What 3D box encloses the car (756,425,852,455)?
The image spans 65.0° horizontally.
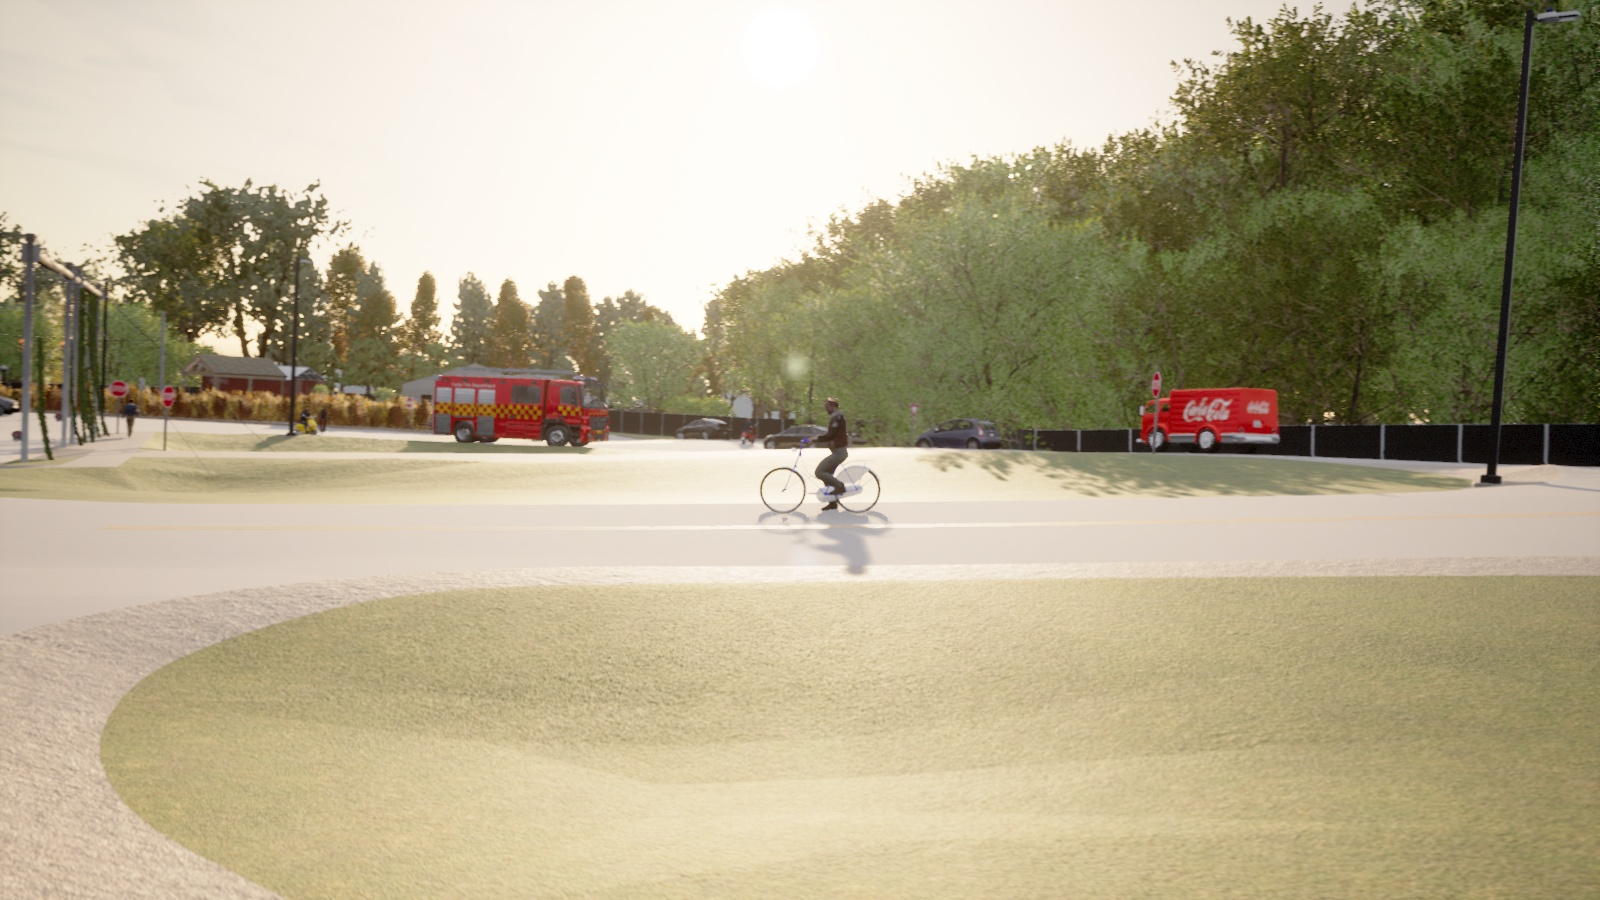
[{"bbox_3d":[0.168,-0.521,63.814,4.892,1.490,1.837,1,1,43],"label":"car"}]

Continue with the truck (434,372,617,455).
[{"bbox_3d":[-13.667,-1.868,62.561,8.468,3.827,2.891,2,2,15],"label":"truck"}]

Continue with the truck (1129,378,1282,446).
[{"bbox_3d":[15.630,-1.386,48.722,2.627,2.467,5.204,0,0,-31],"label":"truck"}]

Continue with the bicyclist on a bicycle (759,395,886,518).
[{"bbox_3d":[0.336,0.084,18.963,1.843,1.776,0.659,-1,3,0],"label":"bicyclist on a bicycle"}]

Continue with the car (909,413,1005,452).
[{"bbox_3d":[7.181,-0.801,57.567,3.988,1.617,1.851,-2,-1,42],"label":"car"}]

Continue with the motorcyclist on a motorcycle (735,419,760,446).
[{"bbox_3d":[-3.082,-1.046,73.691,0.866,1.590,1.817,1,2,20],"label":"motorcyclist on a motorcycle"}]

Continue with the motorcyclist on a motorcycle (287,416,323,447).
[{"bbox_3d":[-25.892,-0.980,65.710,1.817,1.590,0.866,1,1,35],"label":"motorcyclist on a motorcycle"}]

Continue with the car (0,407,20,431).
[{"bbox_3d":[-50.853,-1.961,77.515,4.181,1.385,1.994,1,3,-14],"label":"car"}]

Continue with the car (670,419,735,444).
[{"bbox_3d":[-6.702,-1.226,85.771,1.837,1.490,4.892,0,-2,-41],"label":"car"}]

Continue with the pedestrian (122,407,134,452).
[{"bbox_3d":[-30.099,-0.920,56.246,0.423,1.949,0.788,1,3,-25],"label":"pedestrian"}]
